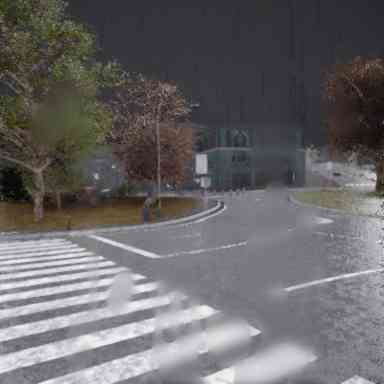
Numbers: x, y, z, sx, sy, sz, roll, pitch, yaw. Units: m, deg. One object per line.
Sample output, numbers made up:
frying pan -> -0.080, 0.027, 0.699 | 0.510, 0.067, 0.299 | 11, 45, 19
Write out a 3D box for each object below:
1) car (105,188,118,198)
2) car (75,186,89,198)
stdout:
car -> -12.823, 0.188, 50.823 | 2.231, 1.521, 4.892 | -1, 2, 16
car -> -15.241, -0.024, 52.537 | 2.435, 2.045, 5.566 | -1, 2, 16
